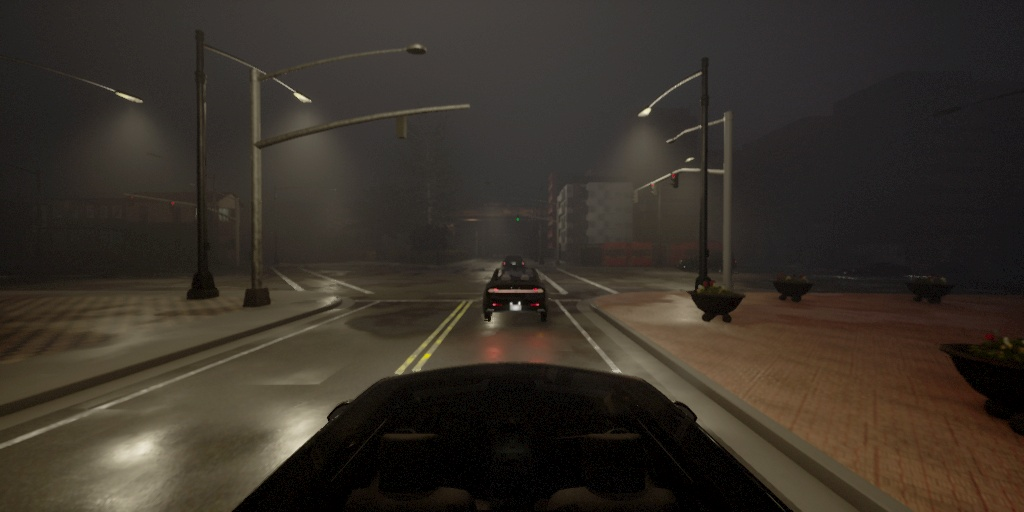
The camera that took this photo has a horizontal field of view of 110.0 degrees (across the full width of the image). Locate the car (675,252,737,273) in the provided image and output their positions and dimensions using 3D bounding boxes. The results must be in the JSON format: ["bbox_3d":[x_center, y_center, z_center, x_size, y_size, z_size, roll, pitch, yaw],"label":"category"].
[{"bbox_3d":[19.258,0.621,35.666,5.566,2.045,2.150,1,1,0],"label":"car"}]

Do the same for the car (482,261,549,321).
[{"bbox_3d":[0.113,1.087,11.685,2.128,1.511,4.902,0,1,0],"label":"car"}]

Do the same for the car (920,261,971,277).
[{"bbox_3d":[42.768,1.264,35.768,4.674,1.442,1.812,1,1,0],"label":"car"}]

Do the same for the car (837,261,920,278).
[{"bbox_3d":[32.600,1.191,32.250,5.357,1.411,2.033,1,1,0],"label":"car"}]

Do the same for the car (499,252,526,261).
[{"bbox_3d":[0.151,0.650,32.223,2.097,1.767,4.553,0,1,0],"label":"car"}]
